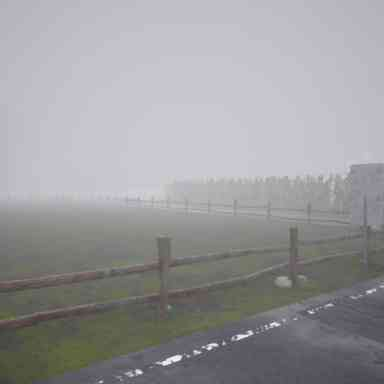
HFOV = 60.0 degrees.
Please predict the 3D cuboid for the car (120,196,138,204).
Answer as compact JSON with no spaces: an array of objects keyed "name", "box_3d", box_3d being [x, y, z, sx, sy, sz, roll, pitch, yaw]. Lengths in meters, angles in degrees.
[{"name":"car","box_3d":[-10.976,1.340,58.271,1.895,1.301,4.718,1,0,-35]}]
